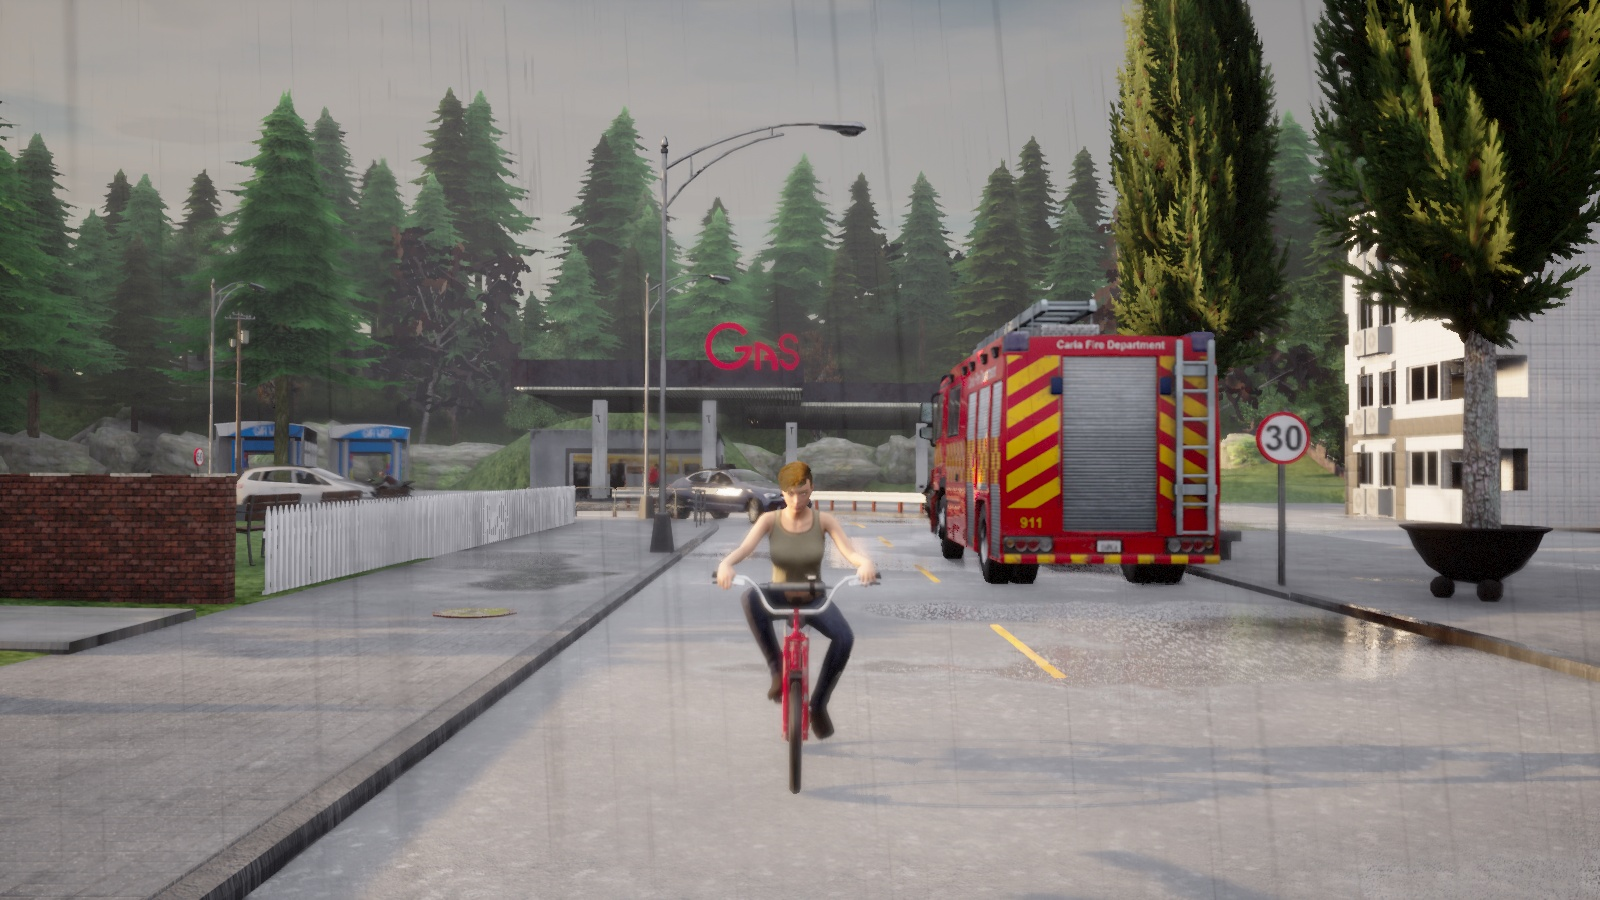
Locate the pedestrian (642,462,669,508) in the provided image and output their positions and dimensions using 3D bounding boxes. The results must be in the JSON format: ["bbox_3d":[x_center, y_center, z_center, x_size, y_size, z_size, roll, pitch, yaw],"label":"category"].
[{"bbox_3d":[-5.849,1.392,50.736,0.899,1.844,0.634,-1,-1,19],"label":"pedestrian"}]

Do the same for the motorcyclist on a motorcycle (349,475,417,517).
[{"bbox_3d":[-15.295,1.683,46.071,2.191,1.530,0.866,0,-1,-1],"label":"motorcyclist on a motorcycle"}]

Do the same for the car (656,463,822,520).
[{"bbox_3d":[-1.946,1.253,38.831,5.027,1.651,2.152,-1,-1,41],"label":"car"}]

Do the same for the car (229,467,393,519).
[{"bbox_3d":[-16.295,1.428,42.049,4.611,1.667,2.242,0,-1,0],"label":"car"}]

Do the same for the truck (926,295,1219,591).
[{"bbox_3d":[3.947,-0.023,20.474,2.891,3.827,8.468,0,-1,0],"label":"truck"}]

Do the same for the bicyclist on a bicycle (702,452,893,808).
[{"bbox_3d":[-0.011,0.858,6.497,0.866,1.612,1.509,0,-3,0],"label":"bicyclist on a bicycle"}]

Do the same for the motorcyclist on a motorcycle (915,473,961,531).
[{"bbox_3d":[3.794,1.416,34.666,0.866,1.530,2.191,-1,-1,-4],"label":"motorcyclist on a motorcycle"}]
